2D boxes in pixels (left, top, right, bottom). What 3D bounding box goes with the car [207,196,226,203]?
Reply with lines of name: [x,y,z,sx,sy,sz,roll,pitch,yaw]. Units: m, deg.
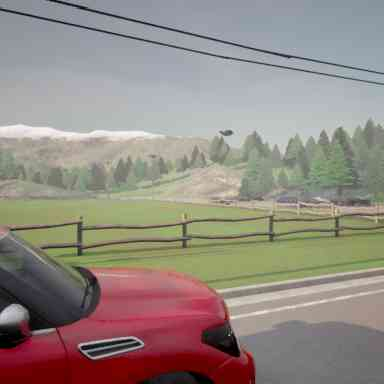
car: [4.740,1.564,67.524,1.994,1.385,4.181,0,0,-24]

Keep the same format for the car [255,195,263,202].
car: [14.868,1.500,79.051,1.837,1.490,4.892,0,0,-24]

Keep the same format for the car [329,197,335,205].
car: [19.365,1.525,51.938,1.812,1.442,4.674,0,0,-24]

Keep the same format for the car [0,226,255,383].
car: [-2.221,1.222,2.585,5.566,2.045,2.150,0,0,-24]

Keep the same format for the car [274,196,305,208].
car: [13.515,1.352,47.865,2.097,1.767,4.553,0,0,-24]

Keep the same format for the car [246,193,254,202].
car: [10.537,1.519,71.562,2.128,1.511,4.902,0,0,-24]

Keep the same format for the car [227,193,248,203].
car: [8.475,1.547,67.714,2.033,1.411,5.357,0,0,-24]

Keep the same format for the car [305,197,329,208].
car: [16.892,1.546,48.882,2.033,1.411,5.357,0,0,-24]

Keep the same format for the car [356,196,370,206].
car: [26.201,1.477,53.791,1.882,1.535,5.008,0,0,-24]

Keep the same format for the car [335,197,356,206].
car: [22.818,1.491,52.785,2.128,1.511,4.902,0,0,-24]
